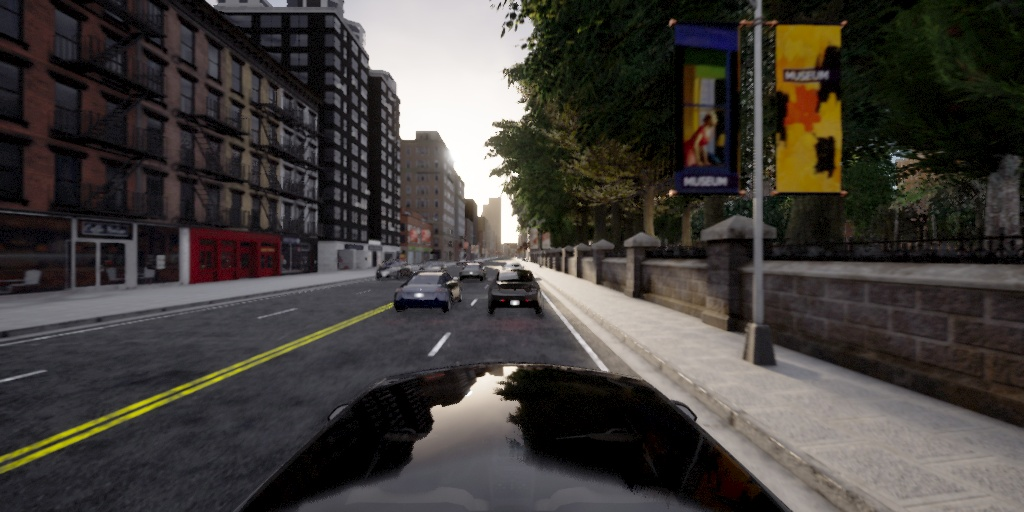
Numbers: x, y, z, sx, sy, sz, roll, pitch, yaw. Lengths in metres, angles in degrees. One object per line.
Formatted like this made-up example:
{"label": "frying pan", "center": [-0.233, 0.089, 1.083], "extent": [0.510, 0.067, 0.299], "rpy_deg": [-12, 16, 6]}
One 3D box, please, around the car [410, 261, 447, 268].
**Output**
{"label": "car", "center": [-6.601, 1.215, 30.161], "extent": [2.128, 1.511, 4.902], "rpy_deg": [0, 0, 0]}

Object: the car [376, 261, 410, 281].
{"label": "car", "center": [-9.851, 1.215, 30.177], "extent": [2.128, 1.511, 4.902], "rpy_deg": [0, 0, 0]}

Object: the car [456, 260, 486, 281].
{"label": "car", "center": [-3.156, 1.288, 29.796], "extent": [1.994, 1.385, 4.181], "rpy_deg": [0, 0, 0]}

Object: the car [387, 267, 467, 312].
{"label": "car", "center": [-3.154, 1.302, 14.201], "extent": [1.994, 1.385, 4.181], "rpy_deg": [0, 0, 0]}

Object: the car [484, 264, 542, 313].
{"label": "car", "center": [0.095, 1.243, 13.907], "extent": [1.837, 1.490, 4.892], "rpy_deg": [0, 0, 0]}

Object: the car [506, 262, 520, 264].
{"label": "car", "center": [0.094, 1.249, 30.236], "extent": [1.812, 1.442, 4.674], "rpy_deg": [0, 0, 0]}
